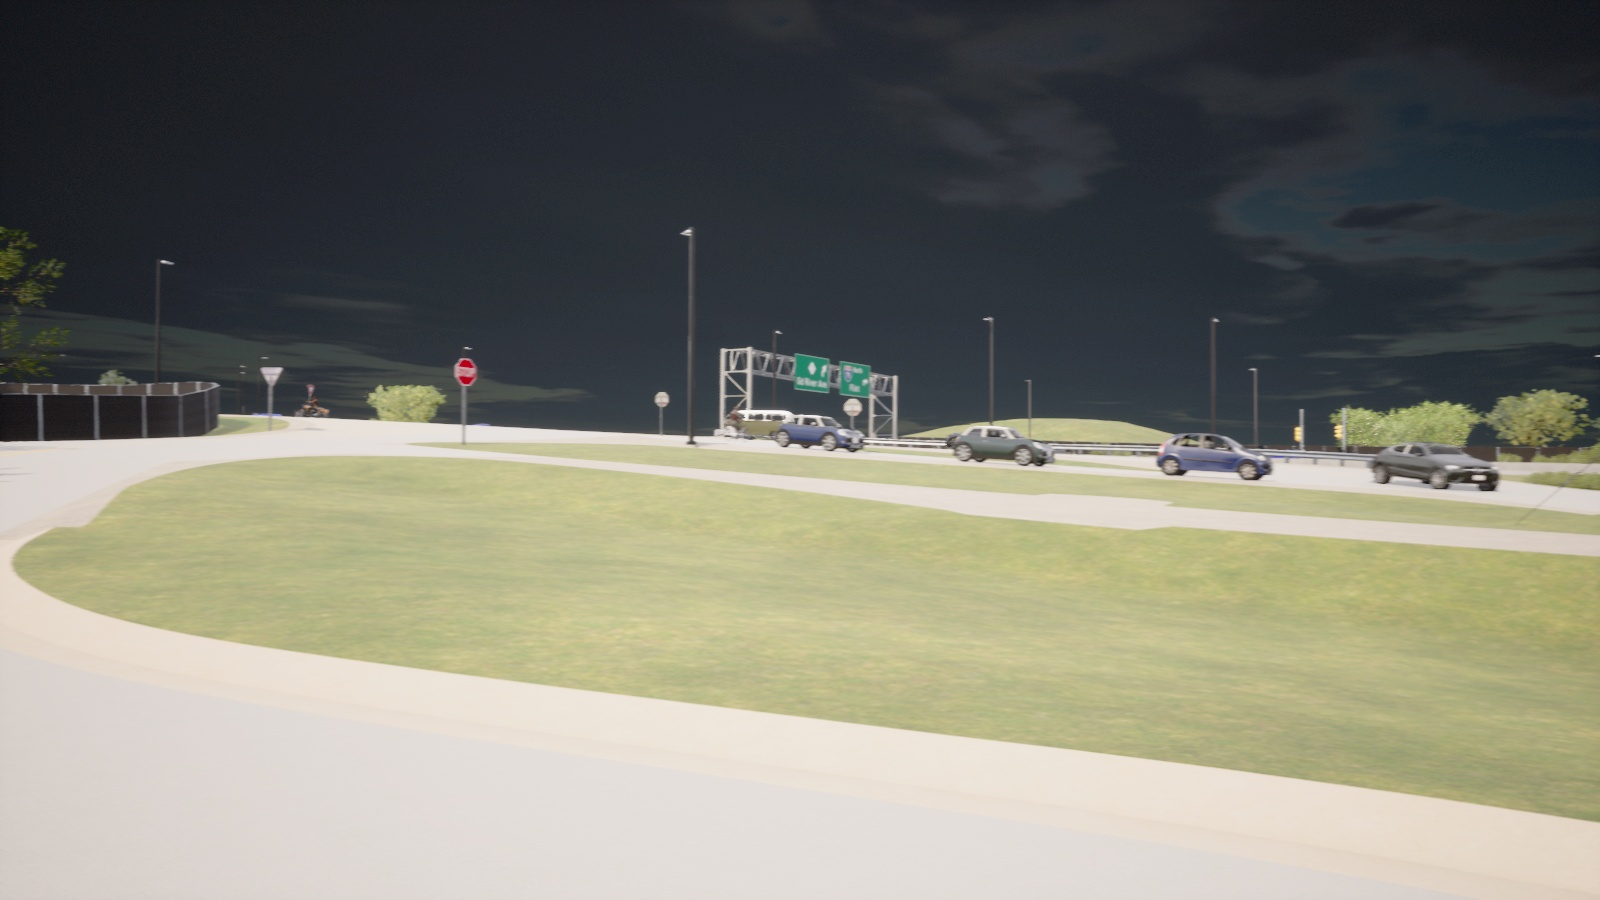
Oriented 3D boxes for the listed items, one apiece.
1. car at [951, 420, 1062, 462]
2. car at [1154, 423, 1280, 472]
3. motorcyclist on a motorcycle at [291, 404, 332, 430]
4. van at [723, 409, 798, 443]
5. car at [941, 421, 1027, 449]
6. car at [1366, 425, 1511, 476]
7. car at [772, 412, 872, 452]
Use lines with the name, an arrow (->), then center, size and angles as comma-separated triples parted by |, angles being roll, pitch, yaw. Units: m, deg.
car -> 8.143, -0.354, 49.630 | 3.806, 1.475, 1.970 | 3, 1, 31
car -> 15.114, -0.093, 45.524 | 3.988, 1.617, 1.851 | 2, 1, 29
motorcyclist on a motorcycle -> -31.694, -2.136, 81.516 | 2.350, 1.649, 0.766 | 1, 0, 4
van -> -2.561, -1.560, 82.581 | 4.480, 2.038, 2.069 | 1, -1, 15
car -> 11.552, -0.953, 78.884 | 4.856, 1.649, 2.033 | 2, 0, 30
car -> 23.159, -0.024, 45.811 | 2.152, 1.651, 5.027 | 0, 2, -9
car -> 0.935, -0.785, 54.170 | 3.806, 1.475, 1.970 | 4, 1, 38
